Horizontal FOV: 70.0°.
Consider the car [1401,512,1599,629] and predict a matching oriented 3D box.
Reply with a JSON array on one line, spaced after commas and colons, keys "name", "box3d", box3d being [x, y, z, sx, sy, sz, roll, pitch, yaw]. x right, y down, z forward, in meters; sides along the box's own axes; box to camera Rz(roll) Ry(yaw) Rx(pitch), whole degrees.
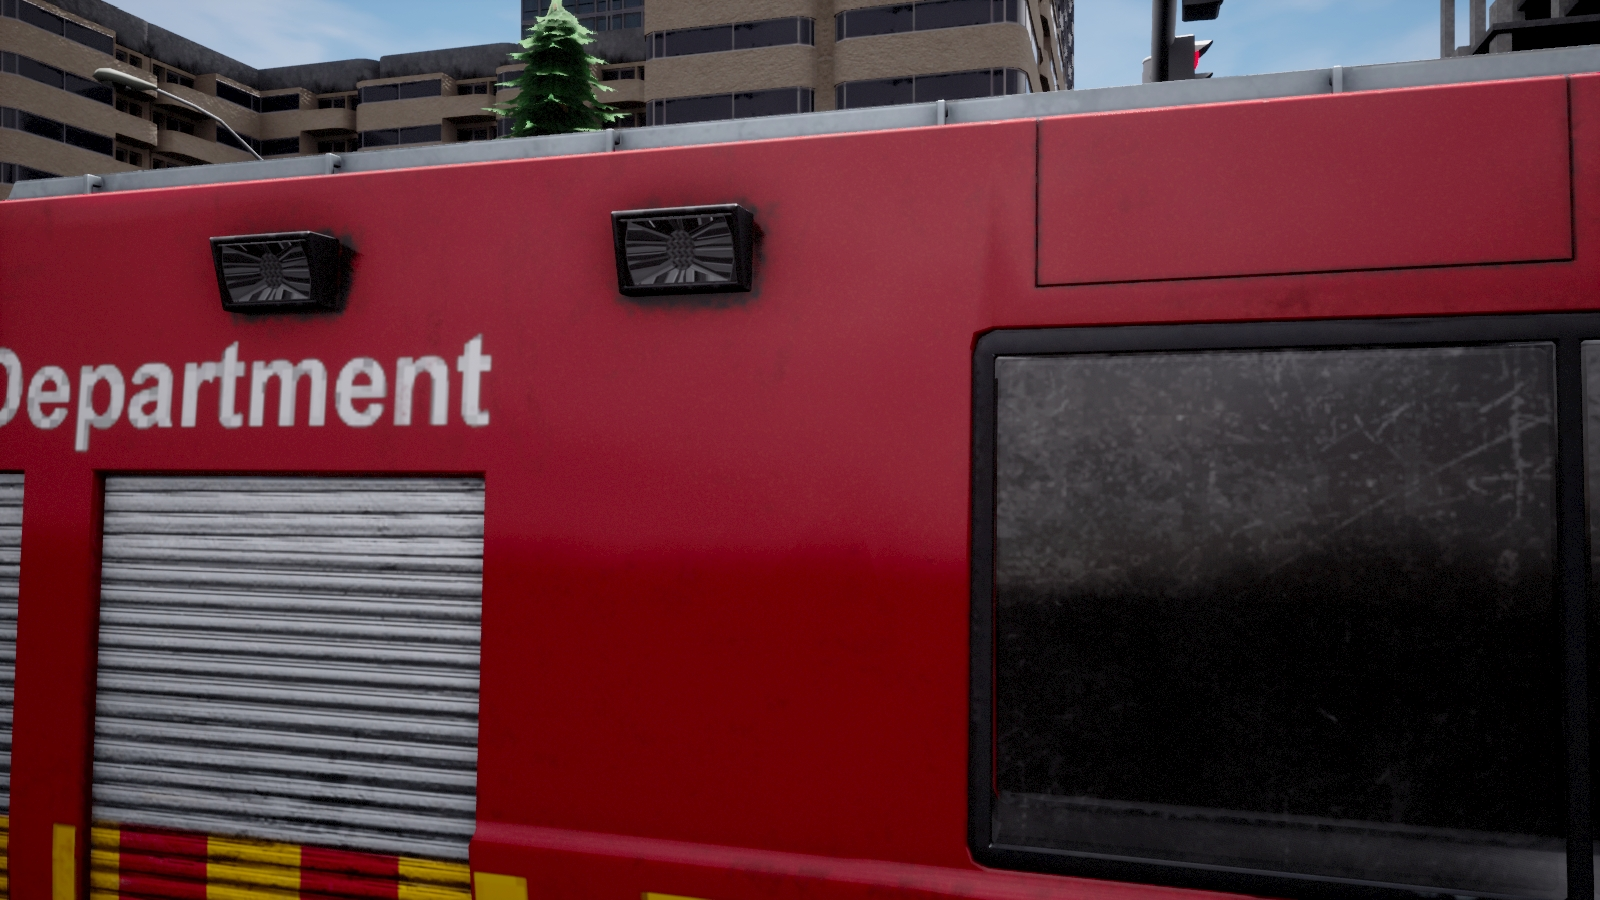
[{"name": "car", "box3d": [12.484, 2.037, 20.491, 2.038, 1.542, 4.974, 0, 0, 16]}]
